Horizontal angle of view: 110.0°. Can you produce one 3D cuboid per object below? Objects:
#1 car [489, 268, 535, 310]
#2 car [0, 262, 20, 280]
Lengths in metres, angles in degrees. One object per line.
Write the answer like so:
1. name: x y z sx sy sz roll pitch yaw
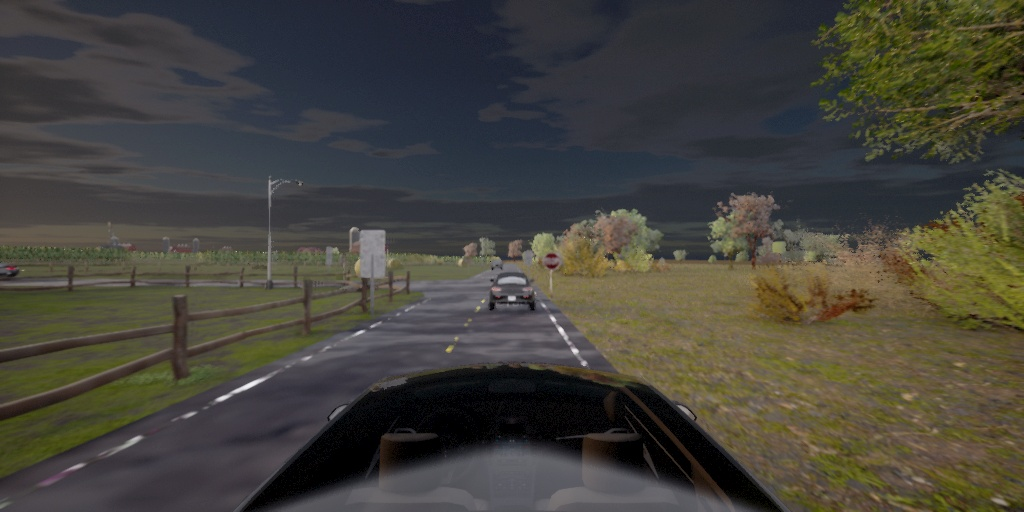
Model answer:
1. car: 0.009 1.419 15.519 1.812 1.442 4.674 0 -1 0
2. car: -43.912 1.229 29.588 4.902 1.511 2.128 1 0 0
